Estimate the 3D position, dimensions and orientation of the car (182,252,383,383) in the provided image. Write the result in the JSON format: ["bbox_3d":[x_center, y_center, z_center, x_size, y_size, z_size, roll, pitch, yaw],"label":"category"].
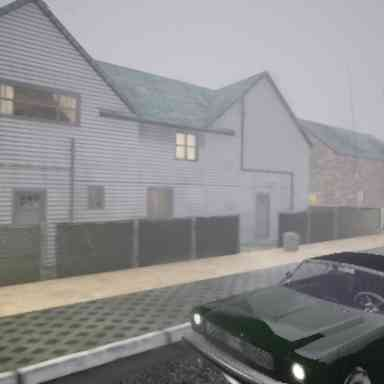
[{"bbox_3d":[2.226,1.625,4.656,4.718,1.301,1.895,0,0,-35],"label":"car"}]
